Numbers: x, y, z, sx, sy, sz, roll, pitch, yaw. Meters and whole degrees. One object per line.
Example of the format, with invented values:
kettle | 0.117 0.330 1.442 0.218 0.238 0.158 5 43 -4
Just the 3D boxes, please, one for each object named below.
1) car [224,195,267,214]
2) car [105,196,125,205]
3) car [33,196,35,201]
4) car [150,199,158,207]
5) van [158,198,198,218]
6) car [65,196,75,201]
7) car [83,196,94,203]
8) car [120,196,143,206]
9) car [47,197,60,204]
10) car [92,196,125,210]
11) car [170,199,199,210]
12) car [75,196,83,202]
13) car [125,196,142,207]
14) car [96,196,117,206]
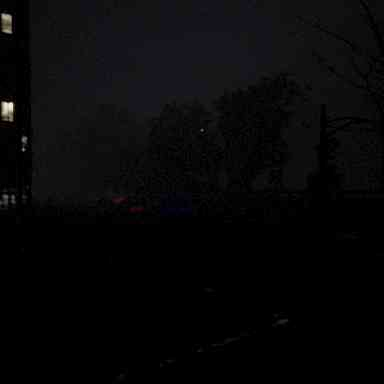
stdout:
car | 5.625 1.285 35.118 2.192 1.841 5.009 -1 1 -36
car | -14.653 1.515 63.065 1.882 1.535 5.008 -1 0 -36
car | -41.036 1.773 84.941 1.887 1.381 4.507 -1 1 -36
car | -4.505 1.530 48.826 1.752 1.417 4.829 -1 1 -36
van | -1.115 1.425 30.494 1.690 1.788 3.998 -1 1 -36
car | -31.129 1.649 84.946 1.887 1.381 4.507 -1 1 -36
car | -21.126 1.610 71.308 1.887 1.381 4.507 -1 1 -36
car | -10.486 1.526 57.440 1.837 1.490 4.892 -1 0 -36
car | -27.876 1.745 66.696 1.947 1.339 4.313 -1 1 -36
car | -11.149 1.668 44.071 2.008 1.369 4.403 -1 1 -36
car | -1.059 1.575 44.166 1.802 1.307 4.206 -1 1 -36
car | -24.470 1.629 75.841 2.008 1.369 4.403 -1 1 -36
car | -9.659 1.653 51.328 1.895 1.301 4.718 -1 0 -36
car | -15.214 1.577 58.755 1.837 1.490 4.892 -1 0 -36
